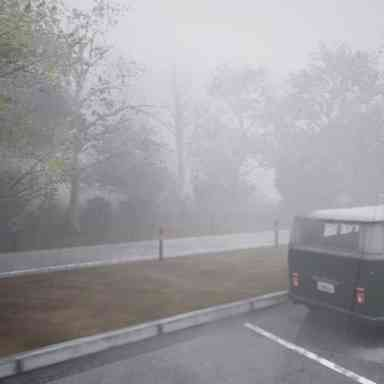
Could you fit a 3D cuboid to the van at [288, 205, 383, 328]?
[{"bbox_3d":[3.990,1.259,6.659,4.442,1.987,1.878,-1,0,-34],"label":"van"}]
